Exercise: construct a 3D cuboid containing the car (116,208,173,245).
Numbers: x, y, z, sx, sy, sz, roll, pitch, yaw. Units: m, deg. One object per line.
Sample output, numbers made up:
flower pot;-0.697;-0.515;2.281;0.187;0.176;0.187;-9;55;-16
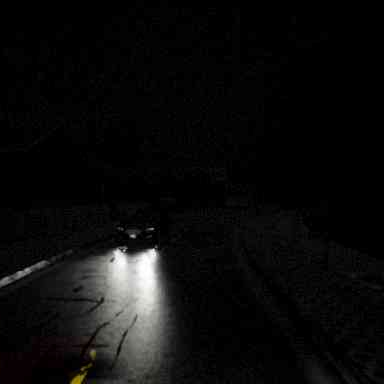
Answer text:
car;-2.148;1.565;16.093;2.128;1.511;4.902;0;0;7
